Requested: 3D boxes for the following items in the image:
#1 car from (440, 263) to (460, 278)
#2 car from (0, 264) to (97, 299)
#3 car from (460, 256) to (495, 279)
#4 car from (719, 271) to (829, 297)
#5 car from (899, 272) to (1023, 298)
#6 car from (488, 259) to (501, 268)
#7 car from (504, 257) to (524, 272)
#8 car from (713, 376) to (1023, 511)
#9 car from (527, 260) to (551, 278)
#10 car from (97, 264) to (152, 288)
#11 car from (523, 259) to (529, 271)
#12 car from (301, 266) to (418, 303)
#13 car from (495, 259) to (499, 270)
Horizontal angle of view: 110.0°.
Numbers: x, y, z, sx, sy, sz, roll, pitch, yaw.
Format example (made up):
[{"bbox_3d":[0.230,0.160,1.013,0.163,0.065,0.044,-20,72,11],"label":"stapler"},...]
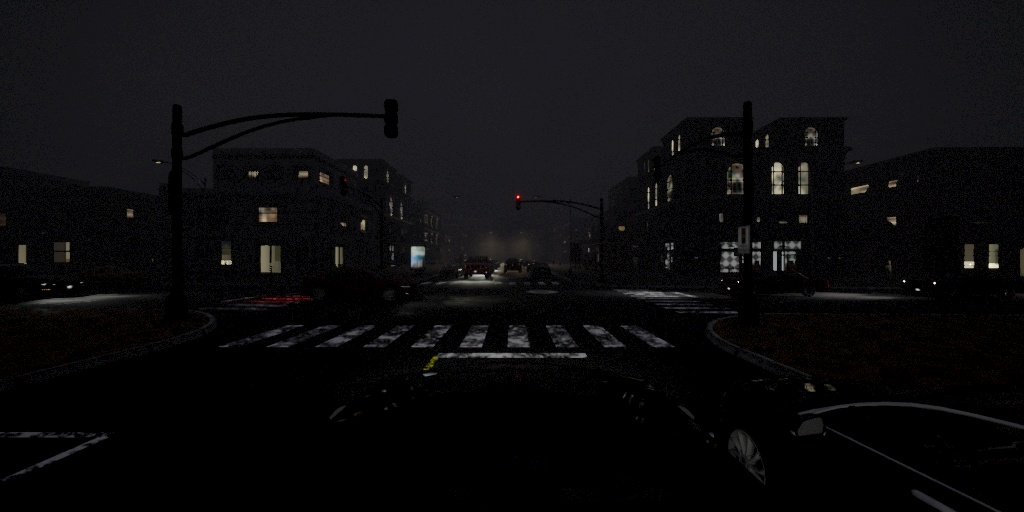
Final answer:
[{"bbox_3d":[-5.690,1.336,33.974,1.802,1.307,4.207,0,0,0],"label":"car"},{"bbox_3d":[-22.759,1.153,16.526,4.892,1.490,1.837,1,0,1],"label":"car"},{"bbox_3d":[-3.112,0.976,33.511,2.150,2.045,5.566,0,0,1],"label":"car"},{"bbox_3d":[13.801,1.433,19.158,4.718,1.301,1.895,0,0,1],"label":"car"},{"bbox_3d":[23.750,1.482,19.011,4.718,1.301,1.895,0,0,1],"label":"car"},{"bbox_3d":[-3.051,1.308,63.081,2.033,1.411,5.357,0,0,1],"label":"car"},{"bbox_3d":[0.098,1.108,45.704,2.097,1.767,4.553,0,0,0],"label":"car"},{"bbox_3d":[2.691,1.300,1.571,2.007,1.370,4.403,0,0,0],"label":"car"},{"bbox_3d":[2.690,1.320,33.961,1.948,1.339,4.313,0,0,0],"label":"car"},{"bbox_3d":[-25.454,1.195,22.356,4.829,1.417,1.751,0,0,1],"label":"car"},{"bbox_3d":[2.690,1.338,45.003,1.802,1.307,4.207,0,0,0],"label":"car"},{"bbox_3d":[-6.814,1.221,16.275,5.008,1.535,1.882,0,0,1],"label":"car"},{"bbox_3d":[-3.095,1.247,43.438,2.128,1.511,4.902,0,0,1],"label":"car"}]
